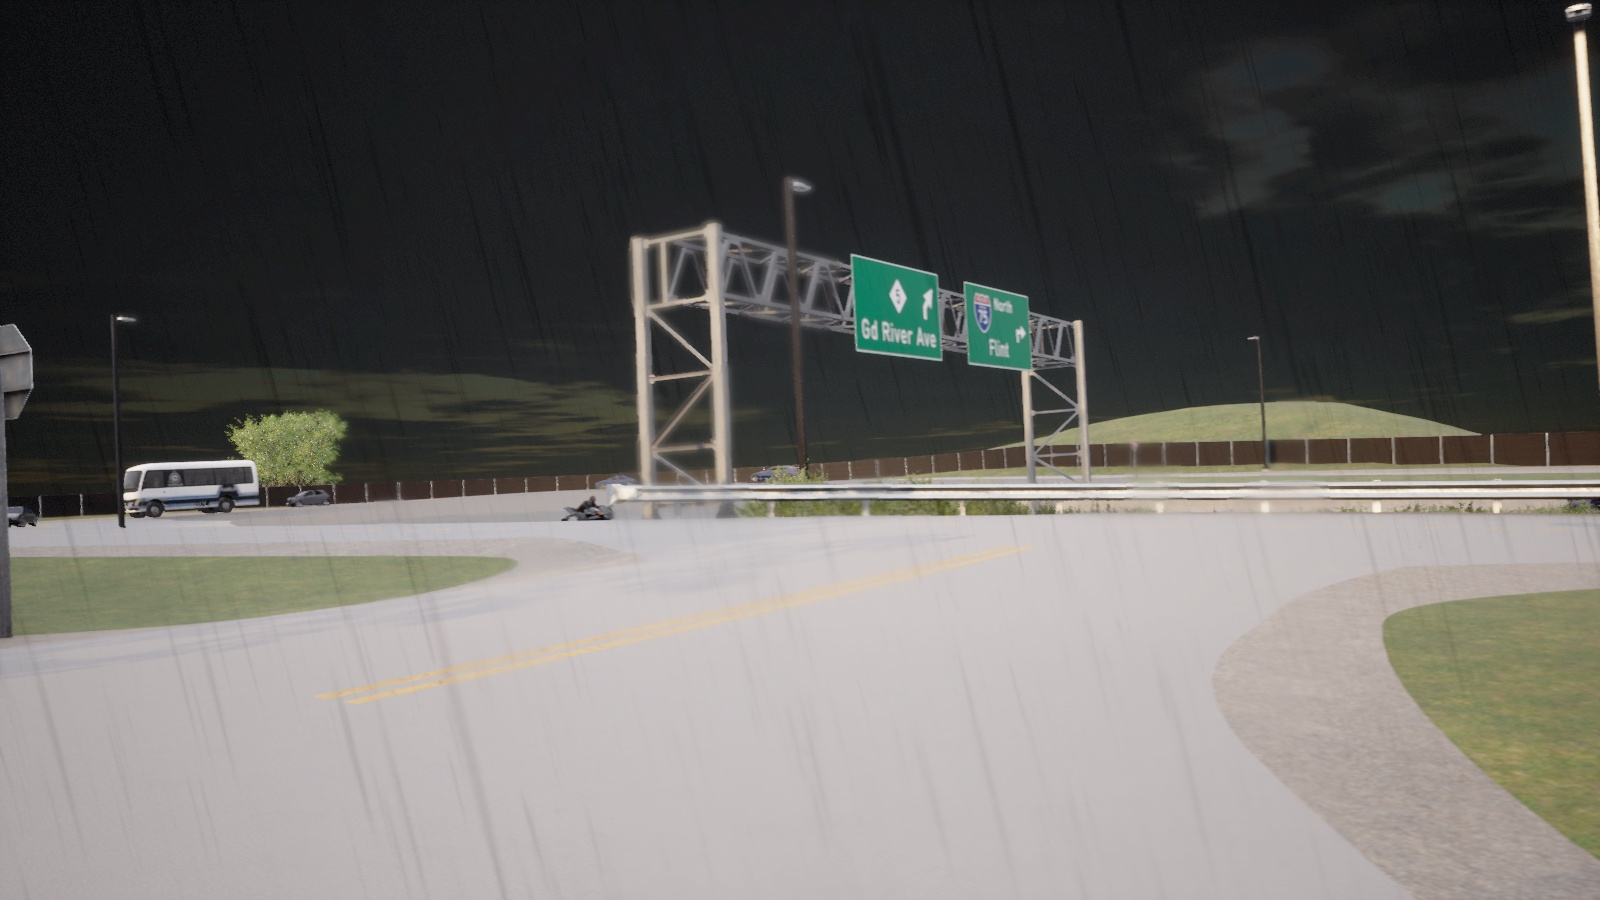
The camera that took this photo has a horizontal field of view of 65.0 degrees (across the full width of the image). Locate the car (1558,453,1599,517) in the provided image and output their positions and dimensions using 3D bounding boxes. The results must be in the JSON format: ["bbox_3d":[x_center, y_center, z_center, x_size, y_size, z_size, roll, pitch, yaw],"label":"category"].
[{"bbox_3d":[20.695,0.739,29.625,4.674,1.442,1.812,-4,-1,33],"label":"car"}]

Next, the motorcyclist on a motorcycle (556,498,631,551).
[{"bbox_3d":[-6.388,2.301,38.835,2.191,1.530,0.866,-4,-1,33],"label":"motorcyclist on a motorcycle"}]
